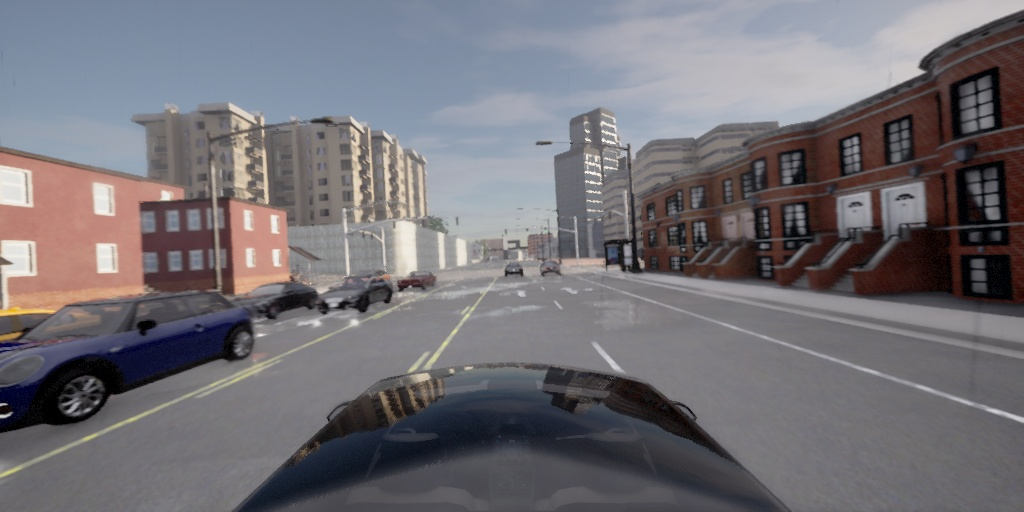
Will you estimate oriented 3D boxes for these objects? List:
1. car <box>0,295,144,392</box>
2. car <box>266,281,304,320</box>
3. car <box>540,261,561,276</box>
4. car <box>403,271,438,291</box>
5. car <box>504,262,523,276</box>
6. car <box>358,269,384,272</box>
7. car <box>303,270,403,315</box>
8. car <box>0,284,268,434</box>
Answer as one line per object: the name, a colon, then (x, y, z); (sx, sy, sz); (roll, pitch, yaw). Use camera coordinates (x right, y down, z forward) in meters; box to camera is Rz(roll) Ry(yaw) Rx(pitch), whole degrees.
car: (-10.599, 1.846, 6.873); (1.882, 1.535, 5.008); (-3, 0, 0)
car: (-10.539, 1.915, 16.127); (1.812, 1.442, 4.674); (-3, 0, 0)
car: (3.780, 1.167, 35.494); (2.033, 1.411, 5.357); (-3, 0, 3)
car: (-6.978, 1.814, 26.830); (1.895, 1.301, 4.718); (-3, 0, 1)
car: (0.194, 1.399, 38.913); (1.994, 1.385, 4.181); (-3, 0, 1)
car: (-10.491, 1.764, 26.245); (2.097, 1.767, 4.553); (-3, 0, 1)
car: (-7.054, 1.682, 16.623); (2.128, 1.511, 4.902); (-3, 0, 0)
car: (-7.108, 1.520, 6.478); (2.097, 1.767, 4.553); (-3, 0, 0)
